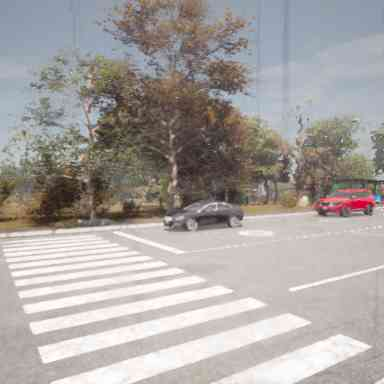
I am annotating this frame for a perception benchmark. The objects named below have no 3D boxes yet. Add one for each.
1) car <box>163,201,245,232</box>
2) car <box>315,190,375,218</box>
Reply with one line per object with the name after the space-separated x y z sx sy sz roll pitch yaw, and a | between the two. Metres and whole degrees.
0.747 1.294 18.784 4.902 1.511 2.128 -1 1 -33 | car
12.167 0.845 26.238 5.566 2.045 2.150 -1 1 -34 | car
